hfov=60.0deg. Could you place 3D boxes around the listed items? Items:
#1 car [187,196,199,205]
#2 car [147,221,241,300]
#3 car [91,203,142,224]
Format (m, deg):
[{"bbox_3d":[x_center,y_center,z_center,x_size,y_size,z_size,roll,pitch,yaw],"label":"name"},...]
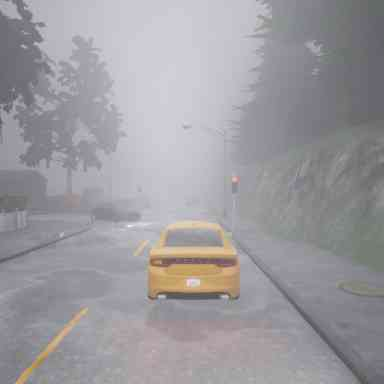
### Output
[{"bbox_3d":[0.100,1.477,57.013,1.882,1.535,5.008,0,0,0],"label":"car"},{"bbox_3d":[0.048,1.478,8.463,1.882,1.535,5.008,0,0,1],"label":"car"},{"bbox_3d":[-5.744,1.563,25.037,4.181,1.385,1.994,0,0,38],"label":"car"}]
